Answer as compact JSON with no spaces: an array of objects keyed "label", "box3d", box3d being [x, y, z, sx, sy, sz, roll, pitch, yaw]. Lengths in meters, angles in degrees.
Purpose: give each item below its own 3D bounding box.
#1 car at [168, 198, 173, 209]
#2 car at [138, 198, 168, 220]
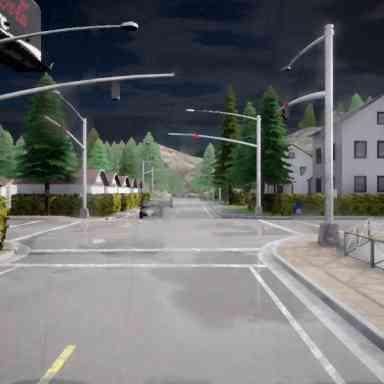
[{"label":"car","box3d":[-3.582,1.526,45.435,1.812,1.442,4.674,0,0,0]},{"label":"car","box3d":[-3.397,1.480,28.246,2.128,1.511,4.902,0,0,-3]}]
